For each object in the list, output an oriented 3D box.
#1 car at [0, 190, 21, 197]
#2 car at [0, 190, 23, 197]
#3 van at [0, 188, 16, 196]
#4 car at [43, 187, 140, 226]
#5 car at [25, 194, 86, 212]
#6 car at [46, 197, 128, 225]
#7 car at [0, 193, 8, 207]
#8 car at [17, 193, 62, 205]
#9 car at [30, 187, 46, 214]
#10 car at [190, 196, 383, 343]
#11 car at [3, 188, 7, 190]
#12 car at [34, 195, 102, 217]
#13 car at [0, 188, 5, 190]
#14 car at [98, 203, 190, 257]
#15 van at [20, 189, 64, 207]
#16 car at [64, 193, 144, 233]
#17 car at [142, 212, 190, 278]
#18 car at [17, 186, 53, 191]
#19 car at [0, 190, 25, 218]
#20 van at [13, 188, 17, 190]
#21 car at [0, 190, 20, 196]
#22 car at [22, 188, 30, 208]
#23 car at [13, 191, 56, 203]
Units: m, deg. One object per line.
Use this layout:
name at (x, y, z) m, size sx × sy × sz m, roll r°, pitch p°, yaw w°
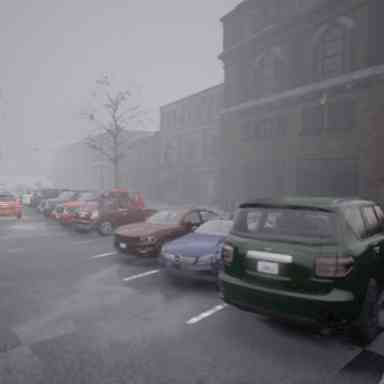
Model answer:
car at (-42.779, 0.319, 77.647) m, size 2.002 × 1.452 × 4.674 m, roll 0°, pitch 1°, yaw 34°
car at (-41.010, 0.355, 75.194) m, size 2.002 × 1.452 × 4.674 m, roll 1°, pitch 1°, yaw 34°
van at (-46.400, -0.018, 82.422) m, size 1.878 × 1.987 × 4.442 m, roll 1°, pitch 1°, yaw 33°
car at (-5.210, 0.917, 19.381) m, size 2.435 × 2.045 × 5.566 m, roll 1°, pitch 1°, yaw 38°
car at (-13.091, 0.972, 32.199) m, size 2.097 × 1.535 × 5.008 m, roll 1°, pitch 1°, yaw 38°
car at (-6.792, 1.158, 21.946) m, size 2.163 × 1.488 × 4.792 m, roll 1°, pitch 1°, yaw 38°
car at (-22.621, 0.933, 38.713) m, size 1.837 × 1.490 × 4.892 m, roll -1°, pitch 1°, yaw -32°
car at (-19.403, 0.846, 42.455) m, size 2.163 × 1.488 × 4.792 m, roll 0°, pitch 1°, yaw 38°
car at (-8.368, 0.838, 24.499) m, size 2.435 × 2.045 × 5.566 m, roll 1°, pitch 1°, yaw 38°
car at (2.691, 1.101, 6.584) m, size 2.435 × 2.045 × 5.566 m, roll 0°, pitch 0°, yaw 39°
car at (-30.760, 0.541, 60.250) m, size 2.097 × 1.535 × 5.008 m, roll 0°, pitch 1°, yaw 36°
car at (-9.951, 1.080, 27.060) m, size 2.163 × 1.488 × 4.792 m, roll 1°, pitch 1°, yaw 38°
car at (-34.107, 0.465, 65.274) m, size 2.097 × 1.535 × 5.008 m, roll 1°, pitch 1°, yaw 36°
car at (-0.472, 1.285, 11.716) m, size 2.097 × 1.535 × 5.008 m, roll 1°, pitch 1°, yaw 38°
van at (-17.901, 0.631, 39.772) m, size 1.878 × 1.987 × 4.442 m, roll 1°, pitch 1°, yaw 38°
car at (-3.648, 1.082, 16.826) m, size 2.185 × 1.767 × 4.553 m, roll 0°, pitch 1°, yaw 38°
car at (1.104, 1.362, 9.135) m, size 2.002 × 1.452 × 4.674 m, roll 1°, pitch 1°, yaw 39°
car at (-14.658, 0.682, 34.775) m, size 2.435 × 2.045 × 5.566 m, roll 0°, pitch 1°, yaw 38°
car at (-14.037, 0.991, 24.820) m, size 2.097 × 1.767 × 4.553 m, roll -1°, pitch 1°, yaw -31°
van at (-21.077, 0.552, 44.891) m, size 1.878 × 1.987 × 4.442 m, roll 1°, pitch 1°, yaw 38°
car at (-44.544, 0.244, 80.095) m, size 2.231 × 1.521 × 4.892 m, roll 1°, pitch 1°, yaw 34°
car at (-11.501, 0.760, 29.664) m, size 2.435 × 2.045 × 5.566 m, roll 0°, pitch 1°, yaw 38°
car at (-22.495, 0.733, 47.695) m, size 1.946 × 1.575 × 5.366 m, roll 0°, pitch 1°, yaw 38°
